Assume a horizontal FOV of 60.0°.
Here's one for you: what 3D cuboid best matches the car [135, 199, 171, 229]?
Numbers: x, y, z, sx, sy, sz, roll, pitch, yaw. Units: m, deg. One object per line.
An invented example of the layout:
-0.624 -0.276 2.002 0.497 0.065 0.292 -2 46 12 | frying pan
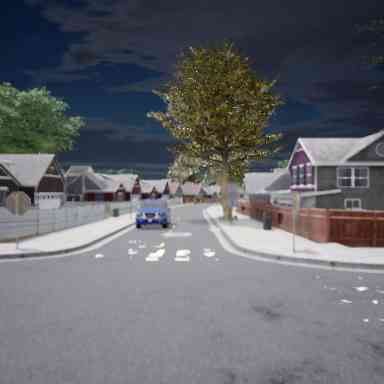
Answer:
-2.751 1.551 24.661 2.150 2.045 5.566 0 -1 0 | car
